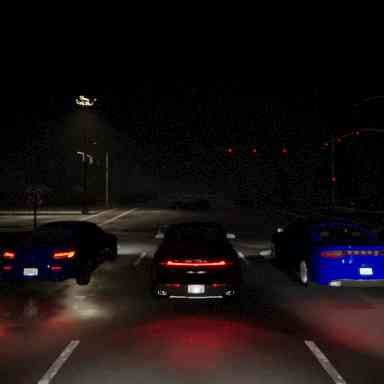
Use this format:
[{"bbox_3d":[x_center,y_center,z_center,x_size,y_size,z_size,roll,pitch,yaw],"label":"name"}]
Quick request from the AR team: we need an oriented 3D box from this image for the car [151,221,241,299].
[{"bbox_3d":[0.087,1.505,8.430,1.837,1.490,4.892,0,0,0],"label":"car"}]

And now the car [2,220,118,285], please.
[{"bbox_3d":[-3.414,1.526,9.353,1.812,1.442,4.674,0,0,0],"label":"car"}]

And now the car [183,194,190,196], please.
[{"bbox_3d":[-1.709,1.547,92.706,1.994,1.385,4.181,0,0,0],"label":"car"}]

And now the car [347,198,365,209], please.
[{"bbox_3d":[23.916,1.504,45.675,4.892,1.490,1.837,0,0,-1],"label":"car"}]

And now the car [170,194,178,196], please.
[{"bbox_3d":[-5.207,1.350,93.074,2.097,1.767,4.553,0,0,0],"label":"car"}]

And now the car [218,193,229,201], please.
[{"bbox_3d":[8.778,1.355,89.419,2.097,1.767,4.553,0,0,0],"label":"car"}]

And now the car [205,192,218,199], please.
[{"bbox_3d":[5.289,1.472,92.261,1.882,1.535,5.008,0,0,0],"label":"car"}]

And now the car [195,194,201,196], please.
[{"bbox_3d":[1.789,1.472,92.275,1.882,1.535,5.008,0,0,0],"label":"car"}]

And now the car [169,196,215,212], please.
[{"bbox_3d":[-0.173,1.491,38.384,4.902,1.511,2.128,0,0,-1],"label":"car"}]

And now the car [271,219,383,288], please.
[{"bbox_3d":[3.589,1.478,9.307,1.882,1.535,5.008,0,0,0],"label":"car"}]

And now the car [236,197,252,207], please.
[{"bbox_3d":[8.053,1.547,51.802,2.033,1.411,5.357,0,0,-1],"label":"car"}]

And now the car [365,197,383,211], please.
[{"bbox_3d":[23.767,1.217,38.673,5.566,2.045,2.150,-1,0,-1],"label":"car"}]
